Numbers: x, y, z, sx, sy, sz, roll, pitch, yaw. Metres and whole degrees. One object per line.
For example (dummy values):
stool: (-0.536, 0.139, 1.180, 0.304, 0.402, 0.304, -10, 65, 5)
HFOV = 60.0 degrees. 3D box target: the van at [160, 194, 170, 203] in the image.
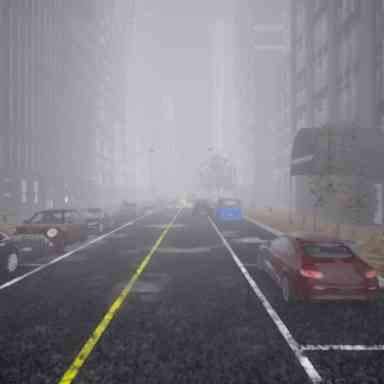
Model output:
van: (-5.710, 1.363, 70.451, 1.690, 1.788, 3.998, 0, 0, 0)

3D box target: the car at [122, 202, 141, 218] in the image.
car: (-5.700, 1.601, 30.603, 1.802, 1.307, 4.206, 0, 0, 0)

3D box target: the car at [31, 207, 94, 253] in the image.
car: (-5.695, 1.452, 13.527, 1.967, 1.590, 4.097, 0, 0, 0)

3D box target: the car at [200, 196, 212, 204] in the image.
car: (2.672, 1.576, 64.757, 2.008, 1.369, 4.403, 0, 0, 0)

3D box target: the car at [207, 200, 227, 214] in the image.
car: (2.679, 1.602, 36.295, 1.802, 1.307, 4.206, 0, 0, 0)

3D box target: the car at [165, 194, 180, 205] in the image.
car: (-3.067, 1.574, 57.783, 2.033, 1.411, 5.357, 0, 0, 1)

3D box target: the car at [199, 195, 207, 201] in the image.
car: (2.667, 1.449, 81.835, 1.967, 1.590, 4.097, 0, 0, 0)

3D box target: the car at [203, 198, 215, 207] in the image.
car: (2.675, 1.608, 53.373, 1.802, 1.307, 4.206, 0, 0, 0)

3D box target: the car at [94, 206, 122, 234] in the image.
car: (-5.697, 1.565, 19.219, 2.008, 1.369, 4.403, 0, 0, 0)

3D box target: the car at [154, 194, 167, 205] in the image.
car: (-5.708, 1.578, 59.066, 2.008, 1.369, 4.403, 0, 0, 0)

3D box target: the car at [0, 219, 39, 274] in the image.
car: (-5.694, 1.560, 7.833, 2.008, 1.369, 4.403, 0, 0, 0)

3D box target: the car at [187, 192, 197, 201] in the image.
car: (-0.023, 1.119, 79.705, 2.150, 2.045, 5.566, 0, 0, 0)

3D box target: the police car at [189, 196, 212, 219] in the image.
police car: (0.891, 1.443, 29.039, 1.930, 1.638, 5.238, 0, 0, 0)

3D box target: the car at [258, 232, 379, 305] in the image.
car: (2.687, 1.591, 7.834, 1.802, 1.307, 4.206, 0, 0, 0)

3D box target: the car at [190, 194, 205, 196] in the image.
car: (0.887, 1.479, 45.119, 1.801, 1.575, 5.366, 0, 0, 0)

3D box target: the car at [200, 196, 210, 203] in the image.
car: (2.670, 1.572, 70.450, 2.008, 1.369, 4.403, 0, 0, 0)

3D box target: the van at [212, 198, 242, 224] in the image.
van: (2.682, 1.357, 24.911, 1.690, 1.788, 3.998, 0, 0, 0)

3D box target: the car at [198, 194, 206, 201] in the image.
car: (2.666, 1.442, 87.527, 1.967, 1.590, 4.097, 0, 0, 0)

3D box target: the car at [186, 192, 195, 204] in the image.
car: (-0.019, 1.378, 64.646, 2.097, 1.767, 4.553, 0, 0, 0)
